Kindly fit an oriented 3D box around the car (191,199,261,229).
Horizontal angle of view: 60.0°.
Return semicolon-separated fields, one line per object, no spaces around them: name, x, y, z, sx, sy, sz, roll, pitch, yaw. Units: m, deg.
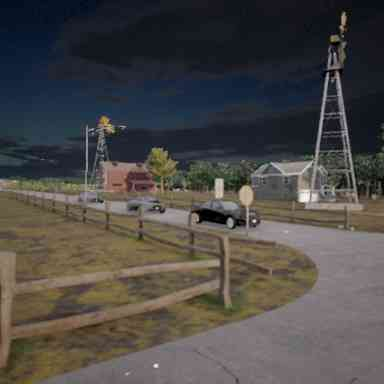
car;1.910;1.225;19.785;1.882;1.535;5.008;1;1;-35

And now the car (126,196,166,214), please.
car;-3.879;1.053;27.903;1.994;1.385;4.181;1;1;-35

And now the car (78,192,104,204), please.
car;-11.868;0.656;39.007;1.994;1.385;4.181;1;1;-36
